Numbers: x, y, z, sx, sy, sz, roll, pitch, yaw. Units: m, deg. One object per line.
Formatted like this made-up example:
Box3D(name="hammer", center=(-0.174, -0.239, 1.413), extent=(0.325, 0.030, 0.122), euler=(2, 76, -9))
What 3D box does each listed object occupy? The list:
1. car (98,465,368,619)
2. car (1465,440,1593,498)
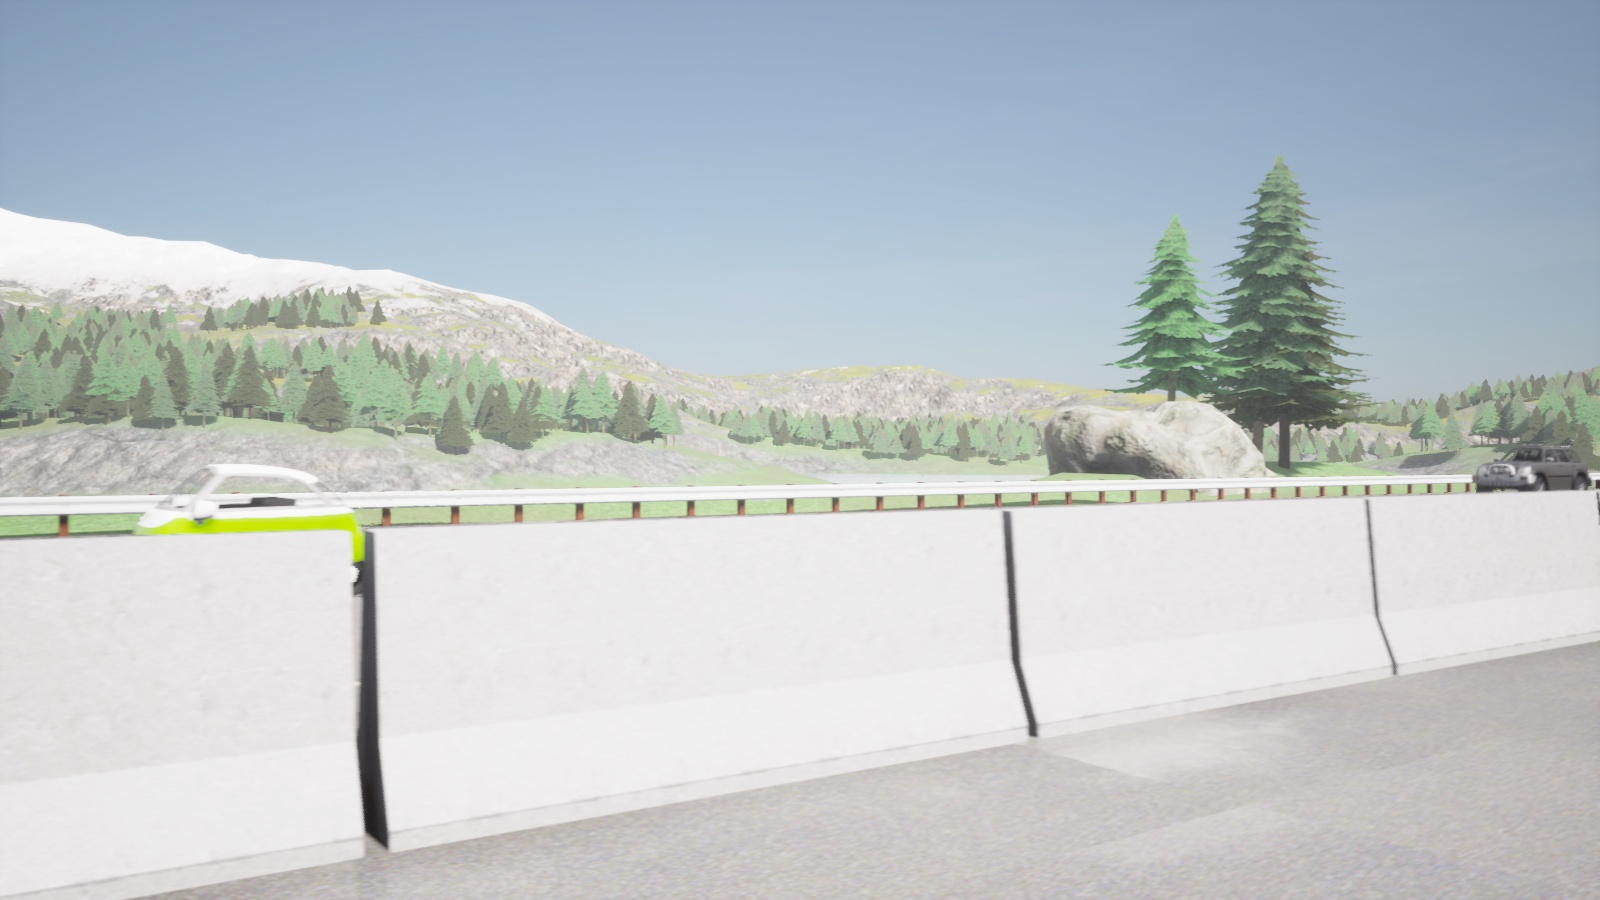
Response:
Box3D(name="car", center=(-5.651, 0.842, 12.519), extent=(2.207, 1.376, 1.481), euler=(1, -1, -35))
Box3D(name="car", center=(24.377, 0.612, 41.944), extent=(4.605, 1.855, 1.932), euler=(0, 0, -35))
